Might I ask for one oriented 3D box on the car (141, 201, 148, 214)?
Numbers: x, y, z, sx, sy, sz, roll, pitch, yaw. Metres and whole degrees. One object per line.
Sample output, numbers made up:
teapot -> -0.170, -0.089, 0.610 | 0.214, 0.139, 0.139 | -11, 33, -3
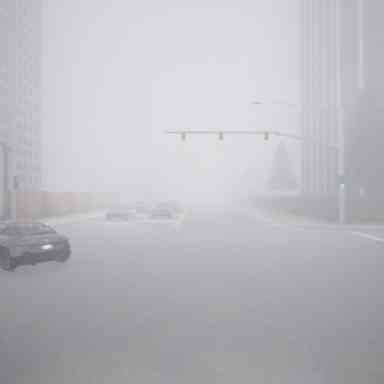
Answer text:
car -> -6.221, 1.836, 40.032 | 1.837, 1.490, 4.892 | 0, 0, 1

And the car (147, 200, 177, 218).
car -> -2.880, 1.770, 32.874 | 1.837, 1.490, 4.892 | 0, 0, 1

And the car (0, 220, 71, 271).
car -> -5.992, 1.648, 11.276 | 4.181, 1.385, 1.994 | -1, -1, 37

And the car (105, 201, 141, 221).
car -> -6.430, 1.808, 30.593 | 2.033, 1.411, 5.357 | 0, 0, 1

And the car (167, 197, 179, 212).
car -> -2.666, 1.812, 42.349 | 1.882, 1.535, 5.008 | 0, 0, 1
